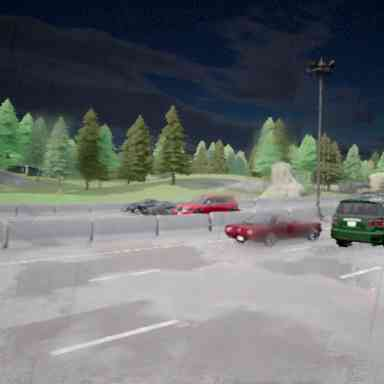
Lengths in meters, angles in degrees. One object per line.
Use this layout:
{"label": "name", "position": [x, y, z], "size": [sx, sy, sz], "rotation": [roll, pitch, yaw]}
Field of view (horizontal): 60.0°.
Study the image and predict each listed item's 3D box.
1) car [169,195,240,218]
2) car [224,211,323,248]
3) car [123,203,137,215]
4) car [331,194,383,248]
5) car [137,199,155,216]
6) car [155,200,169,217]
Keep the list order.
{"label": "car", "position": [1.281, 1.259, 26.396], "size": [5.566, 2.045, 2.150], "rotation": [0, 0, -35]}
{"label": "car", "position": [3.826, 1.641, 15.073], "size": [4.718, 1.301, 1.895], "rotation": [0, 0, -36]}
{"label": "car", "position": [-4.791, 1.540, 34.957], "size": [4.892, 1.490, 1.837], "rotation": [0, 0, -35]}
{"label": "car", "position": [8.054, 1.266, 13.789], "size": [5.566, 2.045, 2.150], "rotation": [0, 0, -35]}
{"label": "car", "position": [-2.766, 1.600, 32.103], "size": [4.181, 1.385, 1.994], "rotation": [0, 0, -35]}
{"label": "car", "position": [-0.739, 1.601, 29.251], "size": [4.181, 1.385, 1.994], "rotation": [0, 0, -35]}
